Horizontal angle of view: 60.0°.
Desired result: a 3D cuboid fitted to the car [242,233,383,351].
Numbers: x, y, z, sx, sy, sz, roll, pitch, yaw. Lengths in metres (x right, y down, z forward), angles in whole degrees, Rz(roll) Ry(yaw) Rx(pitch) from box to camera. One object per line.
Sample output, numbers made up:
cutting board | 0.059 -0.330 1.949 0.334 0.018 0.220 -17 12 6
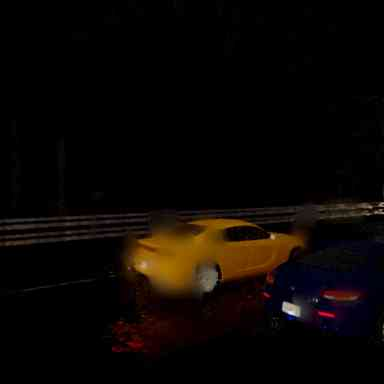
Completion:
car | 3.294 1.503 6.099 4.674 1.442 1.812 0 0 -35

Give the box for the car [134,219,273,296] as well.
car | 0.960 1.457 8.734 5.008 1.535 1.882 0 0 -35
